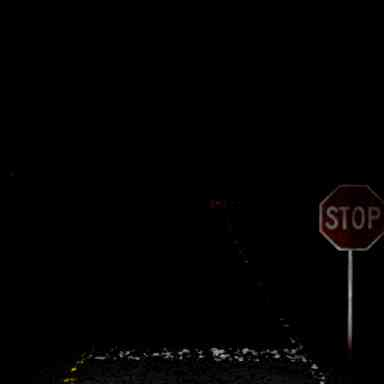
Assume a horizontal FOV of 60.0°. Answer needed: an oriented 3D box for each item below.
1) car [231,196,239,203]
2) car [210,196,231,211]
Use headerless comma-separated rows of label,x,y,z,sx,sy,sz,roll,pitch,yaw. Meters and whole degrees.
car,8.271,1.466,65.953,2.128,1.511,4.902,0,0,14
car,3.397,1.340,41.192,2.097,1.767,4.553,0,0,9
